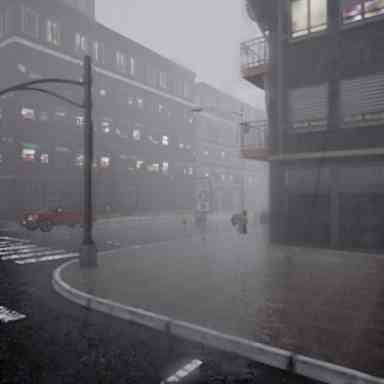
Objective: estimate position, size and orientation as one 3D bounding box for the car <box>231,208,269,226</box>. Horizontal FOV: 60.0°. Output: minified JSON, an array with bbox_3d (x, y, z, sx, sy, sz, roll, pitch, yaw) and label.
[{"bbox_3d":[4.602,2.042,26.958,1.802,1.307,4.206,-2,-2,35],"label":"car"}]

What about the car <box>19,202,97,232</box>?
[{"bbox_3d":[-8.788,1.593,22.382,2.192,1.841,5.009,-1,-2,35],"label":"car"}]

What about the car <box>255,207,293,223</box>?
[{"bbox_3d":[7.859,2.115,31.618,2.008,1.369,4.403,-2,-2,35],"label":"car"}]
